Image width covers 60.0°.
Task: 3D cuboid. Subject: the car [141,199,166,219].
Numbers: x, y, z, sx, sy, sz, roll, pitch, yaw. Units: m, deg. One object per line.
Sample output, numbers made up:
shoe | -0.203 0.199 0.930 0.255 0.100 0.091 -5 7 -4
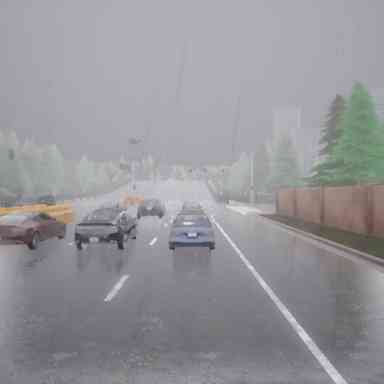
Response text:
car | -3.500 1.365 29.277 2.097 1.767 4.553 0 0 0

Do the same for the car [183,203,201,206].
car | 0.000 1.615 29.337 1.895 1.301 4.718 0 0 0

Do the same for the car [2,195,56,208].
car | -14.000 1.325 29.520 2.150 2.045 5.566 0 0 0

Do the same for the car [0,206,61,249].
car | -7.000 1.532 14.307 1.812 1.442 4.674 0 0 0

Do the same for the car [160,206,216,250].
car | 0.000 1.562 14.307 2.033 1.411 5.357 0 0 0

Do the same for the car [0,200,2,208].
car | -17.500 1.519 29.550 2.128 1.511 4.902 0 0 0

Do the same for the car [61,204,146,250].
car | -3.500 1.494 14.307 2.128 1.511 4.902 0 0 0
